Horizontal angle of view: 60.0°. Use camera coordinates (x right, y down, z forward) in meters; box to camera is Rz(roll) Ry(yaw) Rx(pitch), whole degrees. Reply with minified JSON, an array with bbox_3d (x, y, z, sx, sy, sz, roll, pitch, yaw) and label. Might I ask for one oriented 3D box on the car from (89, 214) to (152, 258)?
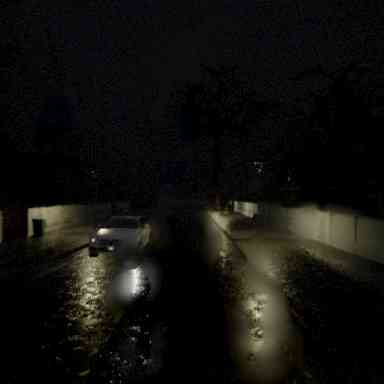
[{"bbox_3d":[-2.746,1.679,13.662,1.812,1.442,4.674,0,-1,0],"label":"car"}]
